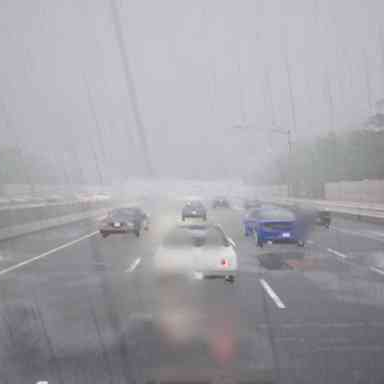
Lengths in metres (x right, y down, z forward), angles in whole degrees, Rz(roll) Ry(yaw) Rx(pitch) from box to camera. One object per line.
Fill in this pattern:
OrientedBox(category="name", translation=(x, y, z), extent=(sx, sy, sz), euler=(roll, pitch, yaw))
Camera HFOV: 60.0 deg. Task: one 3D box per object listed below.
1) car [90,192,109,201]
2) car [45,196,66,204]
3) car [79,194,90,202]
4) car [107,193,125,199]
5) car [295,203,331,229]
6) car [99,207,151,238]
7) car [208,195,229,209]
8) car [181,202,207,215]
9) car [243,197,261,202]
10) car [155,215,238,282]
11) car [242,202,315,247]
OrientedBox(category="car", translation=(-17.118, 1.059, 63.444), extent=(2.150, 2.045, 5.566), euler=(0, 0, 1))
OrientedBox(category="car", translation=(-24.177, 1.447, 59.138), extent=(1.895, 1.301, 4.718), euler=(0, 0, 1))
OrientedBox(category="car", translation=(-20.586, 1.182, 65.597), extent=(2.097, 1.767, 4.553), euler=(0, 0, 1))
OrientedBox(category="car", translation=(-13.652, 1.317, 61.641), extent=(1.882, 1.535, 5.008), euler=(0, 0, 1))
OrientedBox(category="car", translation=(7.139, 1.431, 21.259), extent=(1.882, 1.535, 5.008), euler=(0, 0, 0))
OrientedBox(category="car", translation=(-3.374, 1.506, 17.521), extent=(2.033, 1.411, 5.357), euler=(0, 0, 0))
OrientedBox(category="car", translation=(3.686, 1.248, 44.229), extent=(2.097, 1.767, 4.553), euler=(0, 0, 1))
OrientedBox(category="car", translation=(0.167, 1.503, 26.989), extent=(1.994, 1.385, 4.181), euler=(0, 0, 0))
OrientedBox(category="car", translation=(7.258, 1.399, 40.620), extent=(2.128, 1.511, 4.902), euler=(0, 0, 0))
OrientedBox(category="car", translation=(0.107, 1.577, 9.591), extent=(1.895, 1.301, 4.718), euler=(0, 0, 0))
OrientedBox(category="car", translation=(3.518, 1.444, 14.841), extent=(1.882, 1.535, 5.008), euler=(0, 0, 0))
